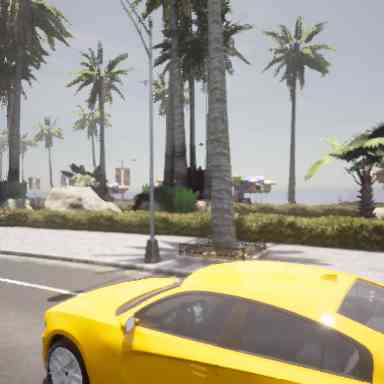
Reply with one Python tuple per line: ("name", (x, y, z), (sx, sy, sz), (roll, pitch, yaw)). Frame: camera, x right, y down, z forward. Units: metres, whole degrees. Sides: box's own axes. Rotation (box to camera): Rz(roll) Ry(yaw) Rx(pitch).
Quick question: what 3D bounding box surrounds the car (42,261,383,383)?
("car", (0.517, 1.483, 3.350), (5.008, 1.535, 1.882), (-1, 0, 34))
